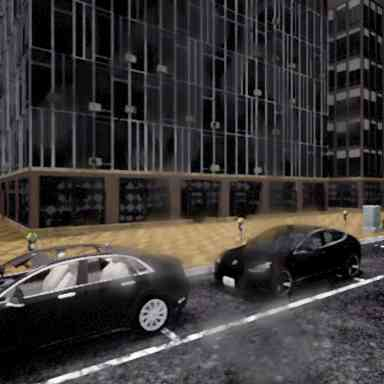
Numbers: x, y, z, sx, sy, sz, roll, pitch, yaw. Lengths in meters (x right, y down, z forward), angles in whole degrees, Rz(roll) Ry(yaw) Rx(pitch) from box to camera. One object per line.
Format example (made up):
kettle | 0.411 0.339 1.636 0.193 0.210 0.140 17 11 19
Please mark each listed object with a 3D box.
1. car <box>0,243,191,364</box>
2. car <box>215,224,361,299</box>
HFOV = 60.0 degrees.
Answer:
car | -2.074 1.544 5.077 4.403 1.369 2.008 0 0 -35
car | 2.562 1.524 8.381 4.313 1.339 1.947 0 0 -35
